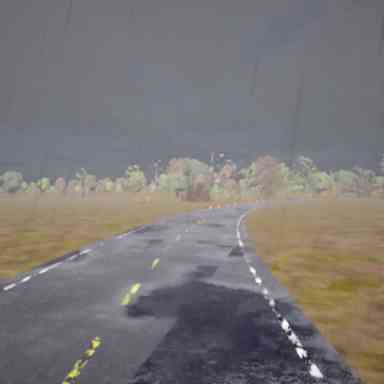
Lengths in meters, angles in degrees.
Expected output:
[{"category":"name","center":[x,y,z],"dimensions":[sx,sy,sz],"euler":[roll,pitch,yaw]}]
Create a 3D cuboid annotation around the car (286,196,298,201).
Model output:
[{"category":"car","center":[26.623,1.700,88.610],"dimensions":[1.994,1.385,4.181],"euler":[0,0,36]}]
